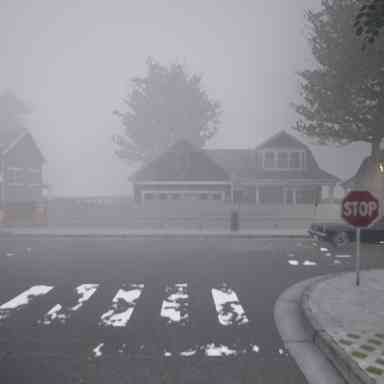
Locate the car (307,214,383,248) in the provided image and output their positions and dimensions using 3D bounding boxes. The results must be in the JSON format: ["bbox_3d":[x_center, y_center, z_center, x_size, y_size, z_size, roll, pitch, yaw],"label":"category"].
[{"bbox_3d":[7.486,1.612,14.191,4.718,1.301,1.895,0,1,-1],"label":"car"}]

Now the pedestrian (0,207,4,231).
[{"bbox_3d":[-9.781,1.330,16.913,0.375,1.300,0.375,0,0,-1],"label":"pedestrian"}]
